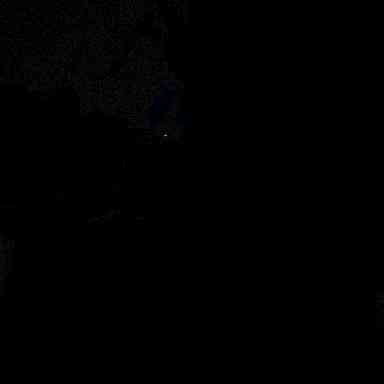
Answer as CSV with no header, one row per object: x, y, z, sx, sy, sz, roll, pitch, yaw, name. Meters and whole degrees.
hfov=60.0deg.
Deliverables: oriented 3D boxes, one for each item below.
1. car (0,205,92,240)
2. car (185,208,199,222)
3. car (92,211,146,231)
-8.653,1.642,19.060,2.192,1.841,5.009,-1,-2,36,car
1.056,2.198,32.562,1.947,1.339,4.313,-1,-2,36,car
-5.317,1.957,23.695,1.752,1.417,4.829,-1,-2,36,car
